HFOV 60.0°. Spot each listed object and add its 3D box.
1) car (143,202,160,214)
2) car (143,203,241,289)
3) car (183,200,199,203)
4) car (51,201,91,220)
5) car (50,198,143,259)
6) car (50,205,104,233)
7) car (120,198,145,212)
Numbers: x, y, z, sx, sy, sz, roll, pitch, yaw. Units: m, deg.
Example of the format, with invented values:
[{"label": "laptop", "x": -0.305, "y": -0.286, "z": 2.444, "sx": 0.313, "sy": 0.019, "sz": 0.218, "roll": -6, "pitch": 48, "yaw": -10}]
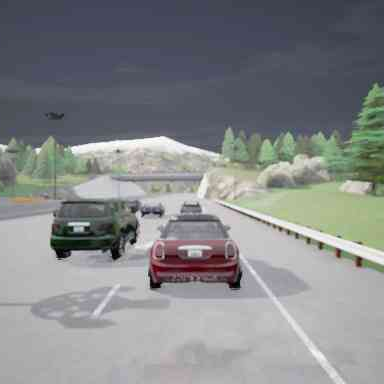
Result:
[{"label": "car", "x": -3.568, "y": 1.608, "z": 31.194, "sx": 1.895, "sy": 1.301, "sz": 4.718, "roll": 0, "pitch": 0, "yaw": 0}, {"label": "car", "x": 0.053, "y": 1.351, "z": 9.332, "sx": 2.097, "sy": 1.767, "sz": 4.553, "roll": 0, "pitch": 0, "yaw": 0}, {"label": "car", "x": -0.058, "y": 1.490, "z": 29.612, "sx": 2.128, "sy": 1.511, "sz": 4.902, "roll": 0, "pitch": 0, "yaw": 0}, {"label": "car", "x": -10.557, "y": 1.588, "z": 29.278, "sx": 1.994, "sy": 1.385, "sz": 4.181, "roll": 0, "pitch": 0, "yaw": 0}, {"label": "car", "x": -3.465, "y": 1.229, "z": 12.821, "sx": 2.150, "sy": 2.045, "sz": 5.566, "roll": 0, "pitch": 0, "yaw": 0}, {"label": "car", "x": -7.008, "y": 1.581, "z": 20.773, "sx": 1.994, "sy": 1.385, "sz": 4.181, "roll": 0, "pitch": 0, "yaw": 0}, {"label": "car", "x": -7.118, "y": 1.507, "z": 40.110, "sx": 2.128, "sy": 1.511, "sz": 4.902, "roll": 0, "pitch": 0, "yaw": 0}]
